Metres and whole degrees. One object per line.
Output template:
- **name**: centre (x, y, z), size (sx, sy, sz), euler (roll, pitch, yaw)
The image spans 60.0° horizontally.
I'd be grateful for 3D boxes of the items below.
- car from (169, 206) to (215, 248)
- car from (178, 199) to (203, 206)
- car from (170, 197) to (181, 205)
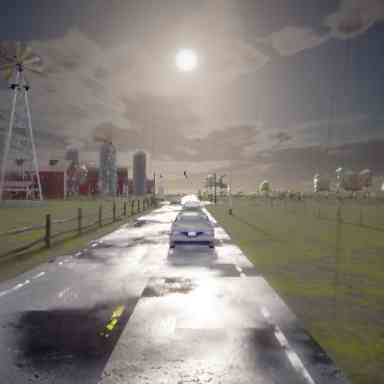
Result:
- **car**: centre (0.000, 1.568, 14.652), size (2.033, 1.411, 5.357), euler (0, 0, 0)
- **car**: centre (0.000, 1.546, 29.655), size (1.812, 1.442, 4.674), euler (0, 0, 0)
- **car**: centre (-2.750, 1.592, 57.610), size (1.837, 1.490, 4.892), euler (0, 0, 0)
